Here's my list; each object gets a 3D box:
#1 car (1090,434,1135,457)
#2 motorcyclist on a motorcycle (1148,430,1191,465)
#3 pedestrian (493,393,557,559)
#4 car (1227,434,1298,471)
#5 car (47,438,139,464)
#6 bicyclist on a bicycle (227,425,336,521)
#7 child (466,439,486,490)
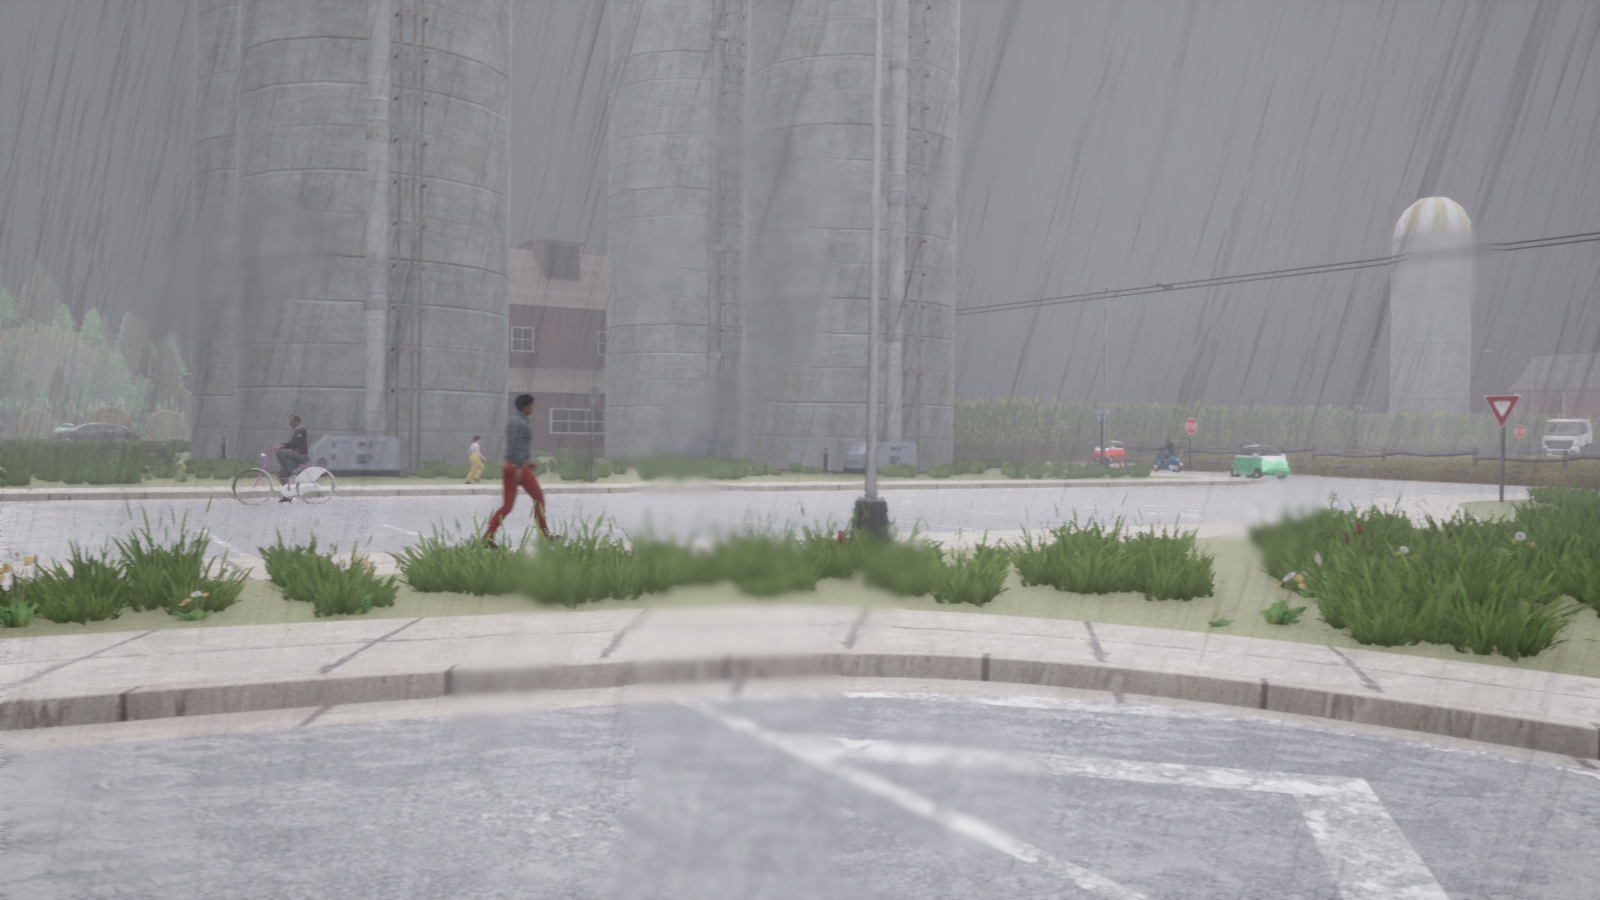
[{"bbox_3d":[18.607,-0.277,74.744,2.207,1.376,1.481,-1,1,-30],"label":"car"},{"bbox_3d":[17.010,-0.141,57.874,0.866,1.590,1.817,-1,1,-30],"label":"motorcyclist on a motorcycle"},{"bbox_3d":[-3.133,0.285,14.324,0.614,1.847,0.353,-1,1,-32],"label":"pedestrian"},{"bbox_3d":[17.925,0.077,48.745,1.481,1.376,2.207,-1,0,-22],"label":"car"},{"bbox_3d":[-43.521,0.032,77.356,4.892,1.490,1.837,-1,1,-31],"label":"car"},{"bbox_3d":[-9.955,0.414,24.132,1.843,1.776,0.659,-1,1,-31],"label":"bicyclist on a bicycle"},{"bbox_3d":[-8.081,0.367,31.317,0.437,1.263,0.270,-1,1,-28],"label":"child"}]
